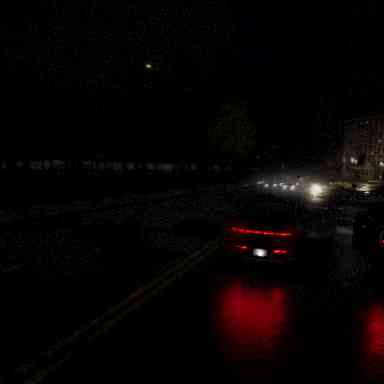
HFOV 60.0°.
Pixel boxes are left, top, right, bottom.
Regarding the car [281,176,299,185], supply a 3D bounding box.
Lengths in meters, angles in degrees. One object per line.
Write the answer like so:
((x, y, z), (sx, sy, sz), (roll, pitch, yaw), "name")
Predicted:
((18.744, -1.972, 63.482), (1.895, 1.301, 4.718), (3, 4, 20), "car")

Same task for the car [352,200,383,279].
((5.421, 0.964, 8.428), (2.097, 1.767, 4.553), (3, 4, 20), "car")

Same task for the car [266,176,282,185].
((15.703, -2.263, 64.597), (1.882, 1.535, 5.008), (3, 4, 20), "car")

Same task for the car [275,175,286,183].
((21.191, -3.137, 79.404), (2.128, 1.511, 4.902), (3, 5, 20), "car")

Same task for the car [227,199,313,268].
((2.338, 0.951, 9.472), (1.837, 1.490, 4.892), (3, 4, 20), "car")

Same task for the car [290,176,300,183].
((24.247, -3.016, 78.304), (1.882, 1.535, 5.008), (3, 5, 20), "car")
